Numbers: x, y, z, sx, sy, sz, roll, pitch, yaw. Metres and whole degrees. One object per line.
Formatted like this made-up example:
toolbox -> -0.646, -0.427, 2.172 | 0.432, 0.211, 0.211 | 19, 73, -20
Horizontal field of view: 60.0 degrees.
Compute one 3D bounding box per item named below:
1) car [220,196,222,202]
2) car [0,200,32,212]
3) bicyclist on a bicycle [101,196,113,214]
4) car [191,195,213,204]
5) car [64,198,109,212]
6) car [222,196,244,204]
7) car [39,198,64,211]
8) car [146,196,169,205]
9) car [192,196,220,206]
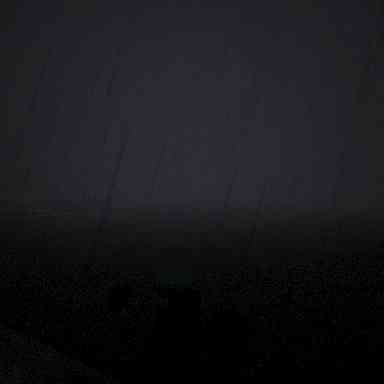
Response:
car -> 6.865, 1.492, 66.550 | 2.128, 1.511, 4.902 | 0, 0, 35
car -> -21.042, 1.564, 38.813 | 1.994, 1.385, 4.181 | 0, 0, 35
bicyclist on a bicycle -> -8.025, 1.156, 31.722 | 1.656, 1.620, 0.582 | 33, 17, 27
car -> 2.057, 1.477, 65.779 | 1.882, 1.535, 5.008 | 0, 0, 35
car -> -12.058, 1.477, 39.453 | 1.882, 1.535, 5.008 | 0, 0, 35
car -> 7.995, 1.601, 62.230 | 1.895, 1.301, 4.718 | 0, 0, 35
car -> -15.809, 1.477, 40.193 | 1.882, 1.535, 5.008 | 0, 0, 35
car -> -6.219, 1.477, 60.041 | 1.882, 1.535, 5.008 | 0, 0, 35
car -> 2.031, 1.478, 53.612 | 1.882, 1.535, 5.008 | 0, 0, 35
